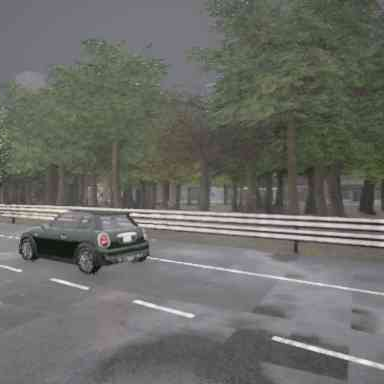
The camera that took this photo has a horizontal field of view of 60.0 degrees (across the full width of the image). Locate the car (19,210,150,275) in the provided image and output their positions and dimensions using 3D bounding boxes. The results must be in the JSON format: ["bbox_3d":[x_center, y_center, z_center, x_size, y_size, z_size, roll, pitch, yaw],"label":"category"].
[{"bbox_3d":[-3.569,1.363,10.721,4.553,1.767,2.097,0,0,36],"label":"car"}]
